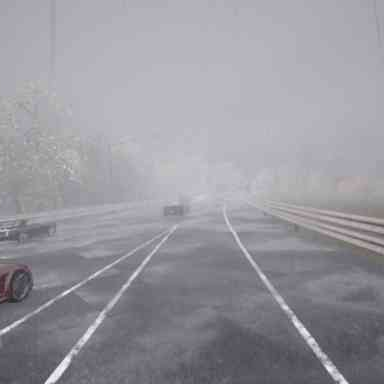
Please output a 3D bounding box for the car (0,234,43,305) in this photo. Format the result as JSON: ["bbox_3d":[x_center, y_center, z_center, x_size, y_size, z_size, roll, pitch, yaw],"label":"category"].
[{"bbox_3d":[-5.023,1.887,6.412,1.994,1.385,4.181,-4,0,7],"label":"car"}]

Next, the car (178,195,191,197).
[{"bbox_3d":[-1.837,1.705,51.607,2.128,1.511,4.902,-4,0,10],"label":"car"}]

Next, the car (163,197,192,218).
[{"bbox_3d":[-1.467,1.611,32.526,1.882,1.535,5.008,-4,0,9],"label":"car"}]

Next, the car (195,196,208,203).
[{"bbox_3d":[1.996,1.519,71.630,1.812,1.442,4.674,-4,0,12],"label":"car"}]

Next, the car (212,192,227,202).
[{"bbox_3d":[5.573,1.090,71.753,2.097,1.767,4.553,-4,0,12],"label":"car"}]

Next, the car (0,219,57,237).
[{"bbox_3d":[-10.300,2.340,20.376,1.895,1.301,4.718,-4,0,8],"label":"car"}]
